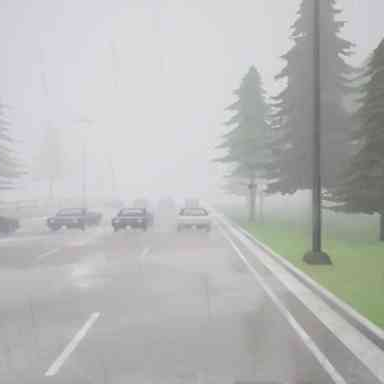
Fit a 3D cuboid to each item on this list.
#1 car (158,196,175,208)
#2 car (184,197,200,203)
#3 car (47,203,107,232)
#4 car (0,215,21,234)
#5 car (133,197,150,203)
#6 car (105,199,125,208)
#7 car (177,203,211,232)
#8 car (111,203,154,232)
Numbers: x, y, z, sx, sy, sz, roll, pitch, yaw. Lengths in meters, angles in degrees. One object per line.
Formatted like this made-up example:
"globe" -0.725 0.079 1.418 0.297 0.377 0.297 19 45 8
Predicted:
"car" -3.486 1.328 46.359 2.097 1.767 4.553 0 0 0
"car" 0.013 1.469 45.951 2.128 1.511 4.902 0 0 0
"car" -6.900 1.591 20.140 1.895 1.301 4.718 0 0 0
"car" -10.401 1.539 15.937 2.033 1.411 5.357 0 0 0
"car" -6.988 1.469 45.950 2.128 1.511 4.902 0 0 0
"car" -10.497 1.578 45.291 1.895 1.301 4.718 0 0 0
"car" 0.100 1.591 20.122 1.895 1.301 4.718 0 0 0
"car" -3.400 1.591 20.071 1.895 1.301 4.718 0 0 0
